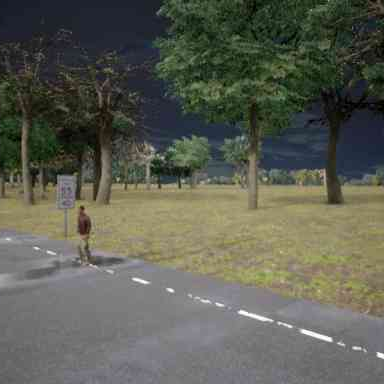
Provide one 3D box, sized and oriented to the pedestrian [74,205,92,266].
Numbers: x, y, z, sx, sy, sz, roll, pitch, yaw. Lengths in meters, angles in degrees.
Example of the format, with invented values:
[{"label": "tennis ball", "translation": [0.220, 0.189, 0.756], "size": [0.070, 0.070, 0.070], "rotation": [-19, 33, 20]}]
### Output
[{"label": "pedestrian", "translation": [-3.232, 1.272, 9.890], "size": [0.375, 1.860, 0.375], "rotation": [1, 2, 44]}]
